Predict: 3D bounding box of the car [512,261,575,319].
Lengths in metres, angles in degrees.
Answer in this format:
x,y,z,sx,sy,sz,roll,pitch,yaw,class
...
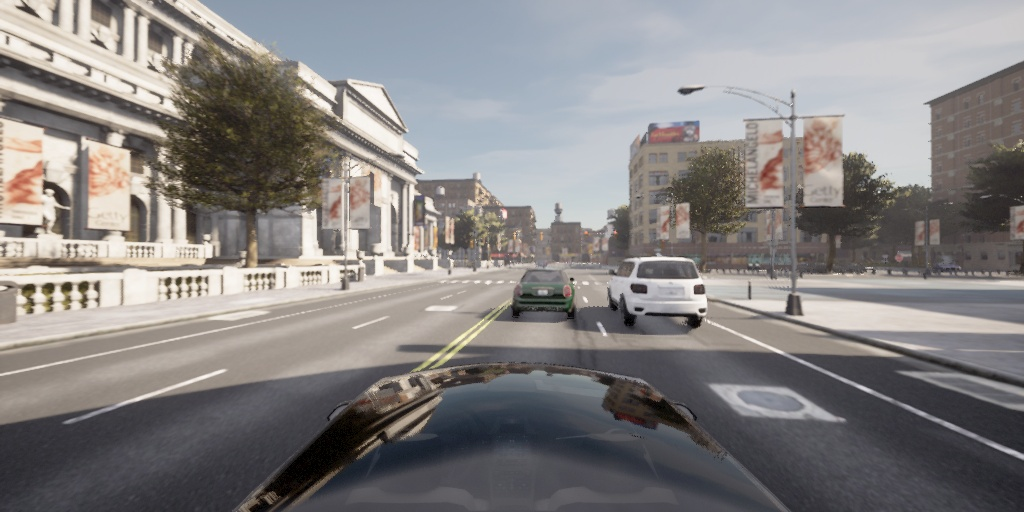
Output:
x,y,z,sx,sy,sz,roll,pitch,yaw,class
1.298,1.198,13.582,2.097,1.767,4.553,0,-1,9,car

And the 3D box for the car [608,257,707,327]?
x,y,z,sx,sy,sz,roll,pitch,yaw,class
4.622,1.064,12.168,2.150,2.045,5.566,0,0,9,car

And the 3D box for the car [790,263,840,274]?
x,y,z,sx,sy,sz,roll,pitch,yaw,class
40.268,1.691,48.116,4.892,1.490,1.837,0,0,9,car
